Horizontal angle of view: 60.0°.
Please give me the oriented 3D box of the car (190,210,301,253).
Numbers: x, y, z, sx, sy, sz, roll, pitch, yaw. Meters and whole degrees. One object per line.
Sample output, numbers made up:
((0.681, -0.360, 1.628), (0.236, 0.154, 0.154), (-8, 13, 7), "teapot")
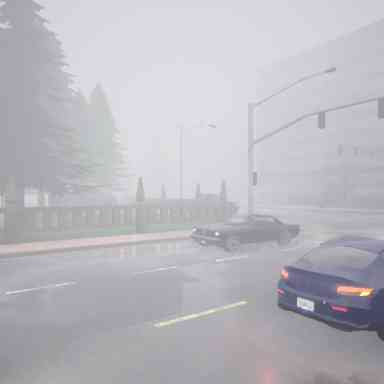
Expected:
((2.287, 1.601, 13.882), (4.718, 1.301, 1.895), (0, 0, -34), "car")

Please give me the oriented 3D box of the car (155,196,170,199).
((-4.688, 1.470, 48.151), (1.812, 1.442, 4.674), (0, 0, -13), "car")

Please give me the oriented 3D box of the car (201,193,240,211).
((2.303, 1.166, 32.873), (2.150, 2.045, 5.566), (0, 0, -32), "car")

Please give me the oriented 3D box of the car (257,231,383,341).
((3.593, 1.526, 6.332), (4.674, 1.442, 1.812), (0, 0, -35), "car")

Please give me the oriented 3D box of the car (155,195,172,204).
((-5.531, 1.436, 65.691), (2.128, 1.511, 4.902), (0, 0, 9), "car")
